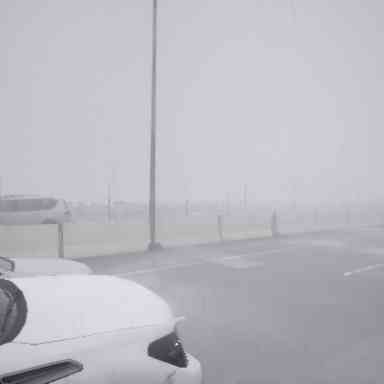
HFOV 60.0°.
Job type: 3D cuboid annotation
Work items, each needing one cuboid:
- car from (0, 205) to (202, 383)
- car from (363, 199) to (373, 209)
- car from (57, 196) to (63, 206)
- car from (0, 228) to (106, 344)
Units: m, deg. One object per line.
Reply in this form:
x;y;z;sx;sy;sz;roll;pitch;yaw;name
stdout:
-2.570;1.225;1.912;5.566;2.045;2.150;0;0;-36;car
25.572;1.807;47.947;5.008;1.535;1.882;1;-1;-35;car
-8.378;1.215;15.215;5.566;2.045;2.150;0;0;-36;car
-3.937;1.527;5.238;4.674;1.442;1.812;0;0;-36;car
